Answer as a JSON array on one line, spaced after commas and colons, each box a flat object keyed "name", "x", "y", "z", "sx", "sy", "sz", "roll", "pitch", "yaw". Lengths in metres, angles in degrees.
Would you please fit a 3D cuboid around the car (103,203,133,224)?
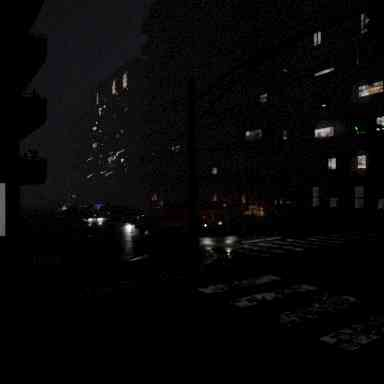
[{"name": "car", "x": -6.025, "y": 2.003, "z": 30.202, "sx": 1.837, "sy": 1.490, "sz": 4.892, "roll": 0, "pitch": -1, "yaw": -36}]

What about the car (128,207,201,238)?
[{"name": "car", "x": -1.804, "y": 1.832, "z": 19.941, "sx": 1.752, "sy": 1.417, "sz": 4.829, "roll": -1, "pitch": 0, "yaw": -36}]

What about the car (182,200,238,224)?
[{"name": "car", "x": 1.488, "y": 1.713, "z": 29.615, "sx": 2.192, "sy": 1.841, "sz": 5.009, "roll": -1, "pitch": 0, "yaw": -36}]

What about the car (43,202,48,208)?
[{"name": "car", "x": -31.750, "y": 2.972, "z": 75.464, "sx": 1.947, "sy": 1.339, "sz": 4.313, "roll": -1, "pitch": 0, "yaw": -36}]

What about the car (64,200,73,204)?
[{"name": "car", "x": -17.691, "y": 2.418, "z": 51.738, "sx": 2.128, "sy": 1.511, "sz": 4.902, "roll": 0, "pitch": -1, "yaw": -36}]

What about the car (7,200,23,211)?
[{"name": "car", "x": -35.154, "y": 2.639, "z": 65.931, "sx": 2.192, "sy": 1.841, "sz": 5.009, "roll": -1, "pitch": 0, "yaw": -36}]

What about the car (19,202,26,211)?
[{"name": "car", "x": -31.825, "y": 2.769, "z": 61.346, "sx": 1.887, "sy": 1.381, "sz": 4.507, "roll": -1, "pitch": 0, "yaw": -36}]

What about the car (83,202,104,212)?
[{"name": "car", "x": -16.351, "y": 2.432, "z": 55.069, "sx": 1.882, "sy": 1.535, "sz": 5.008, "roll": 0, "pitch": -1, "yaw": -36}]

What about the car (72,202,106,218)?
[{"name": "car", "x": -12.177, "y": 2.234, "z": 38.704, "sx": 2.033, "sy": 1.411, "sz": 5.357, "roll": 0, "pitch": -1, "yaw": -36}]

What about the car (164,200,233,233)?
[{"name": "car", "x": 0.038, "y": 1.531, "z": 21.826, "sx": 2.150, "sy": 2.045, "sz": 5.566, "roll": 0, "pitch": -1, "yaw": -36}]

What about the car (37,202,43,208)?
[{"name": "car", "x": -35.076, "y": 3.049, "z": 80.050, "sx": 1.887, "sy": 1.381, "sz": 4.507, "roll": -1, "pitch": 0, "yaw": -36}]

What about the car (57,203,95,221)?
[{"name": "car", "x": -11.877, "y": 2.163, "z": 33.835, "sx": 1.887, "sy": 1.381, "sz": 4.507, "roll": -1, "pitch": 0, "yaw": -36}]

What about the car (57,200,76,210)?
[{"name": "car", "x": -25.107, "y": 2.523, "z": 66.294, "sx": 2.192, "sy": 1.841, "sz": 5.009, "roll": -1, "pitch": 0, "yaw": -36}]

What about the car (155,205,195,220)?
[{"name": "car", "x": -1.830, "y": 2.045, "z": 34.199, "sx": 1.887, "sy": 1.381, "sz": 4.507, "roll": -1, "pitch": 0, "yaw": -36}]

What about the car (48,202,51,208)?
[{"name": "car", "x": -28.433, "y": 2.623, "z": 70.880, "sx": 2.192, "sy": 1.841, "sz": 5.009, "roll": -1, "pitch": 0, "yaw": -36}]

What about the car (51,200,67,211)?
[{"name": "car", "x": -23.220, "y": 2.600, "z": 59.366, "sx": 1.837, "sy": 1.490, "sz": 4.892, "roll": 0, "pitch": -1, "yaw": -36}]
